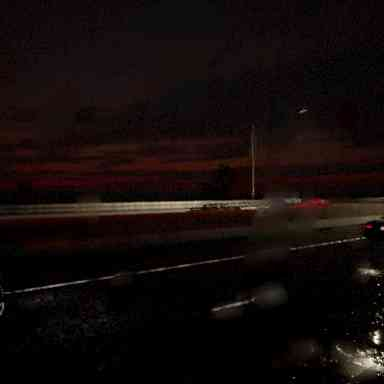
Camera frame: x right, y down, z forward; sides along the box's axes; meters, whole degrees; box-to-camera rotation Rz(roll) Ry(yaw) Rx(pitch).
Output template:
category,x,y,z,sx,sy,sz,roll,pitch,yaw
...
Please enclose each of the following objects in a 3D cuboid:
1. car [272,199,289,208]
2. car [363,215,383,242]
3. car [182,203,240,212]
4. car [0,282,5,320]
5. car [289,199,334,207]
category,x,y,z,sx,sy,sz,roll,pitch,yaw
car,11.119,1.512,37.608,4.902,1.511,2.128,0,0,-35
car,9.916,1.558,15.125,5.357,1.411,2.033,0,0,-36
car,1.126,1.501,21.992,4.902,1.511,2.128,0,0,-35
car,-5.230,1.505,4.314,4.892,1.490,1.837,0,0,-36
car,12.747,1.496,34.476,5.008,1.535,1.882,0,0,-35
